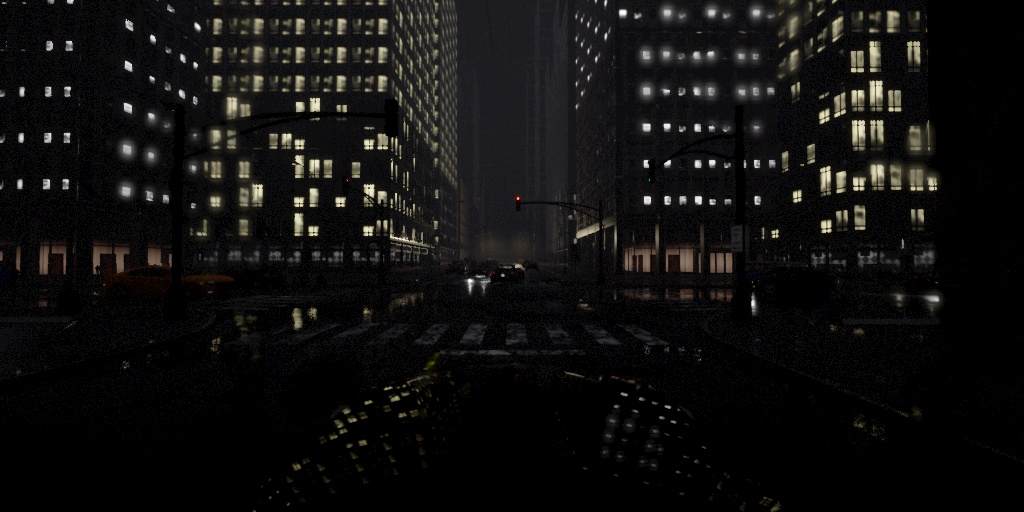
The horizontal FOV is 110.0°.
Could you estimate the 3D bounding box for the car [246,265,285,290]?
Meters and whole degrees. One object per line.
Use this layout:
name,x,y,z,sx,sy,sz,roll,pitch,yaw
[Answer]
car,-16.502,1.255,22.134,4.097,1.591,1.967,0,0,0

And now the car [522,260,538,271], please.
car,2.668,1.350,48.792,1.802,1.307,4.207,0,0,0

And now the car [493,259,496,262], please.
car,-3.120,1.367,44.407,1.895,1.301,4.718,0,0,0

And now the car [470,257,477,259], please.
car,-5.712,1.082,48.726,2.192,1.841,5.009,0,0,0

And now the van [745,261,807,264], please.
van,15.972,1.210,22.075,3.998,1.789,1.690,0,0,0

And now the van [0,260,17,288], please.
van,-33.448,1.132,22.164,3.998,1.789,1.690,0,0,0

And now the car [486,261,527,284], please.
car,-0.306,1.323,26.893,1.994,1.385,4.181,0,0,10

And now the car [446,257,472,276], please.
car,-5.707,1.203,37.576,1.967,1.591,4.097,0,0,0

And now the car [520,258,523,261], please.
car,2.664,1.298,60.118,1.751,1.417,4.829,0,0,0

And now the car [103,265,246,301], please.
car,-15.453,1.181,16.360,5.008,1.535,1.882,0,-1,0

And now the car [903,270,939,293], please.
car,24.345,1.313,19.483,5.008,1.535,1.882,0,-1,0

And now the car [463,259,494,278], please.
car,-3.117,1.310,34.497,2.033,1.411,5.357,0,0,0

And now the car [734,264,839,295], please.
car,14.865,1.321,19.503,4.892,1.490,1.837,0,-1,0
